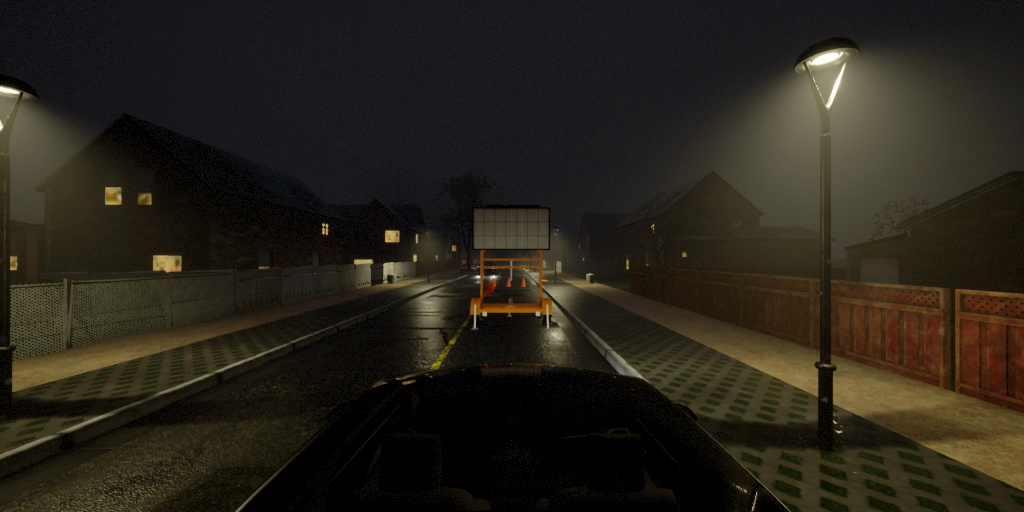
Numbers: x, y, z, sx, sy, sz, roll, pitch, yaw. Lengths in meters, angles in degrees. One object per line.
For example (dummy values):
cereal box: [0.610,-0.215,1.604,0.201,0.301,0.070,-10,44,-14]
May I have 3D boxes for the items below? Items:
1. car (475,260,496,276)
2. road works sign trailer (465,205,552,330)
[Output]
car: [-2.841,1.224,39.836,2.097,1.767,4.553,0,0,0]
road works sign trailer: [-0.021,0.221,11.192,2.380,3.560,2.880,0,0,0]
